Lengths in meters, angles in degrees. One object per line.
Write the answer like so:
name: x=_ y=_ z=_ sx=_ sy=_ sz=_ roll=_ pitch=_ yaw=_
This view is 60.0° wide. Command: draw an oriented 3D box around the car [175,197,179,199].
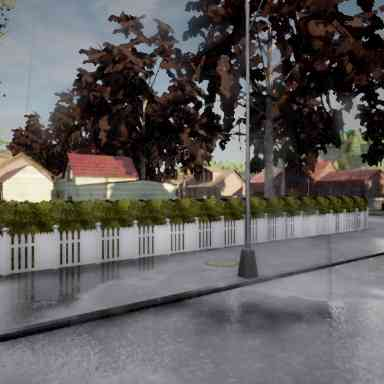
car: x=-3.294 y=1.526 z=57.280 sx=1.812 sy=1.442 sz=4.674 roll=0 pitch=0 yaw=-35
